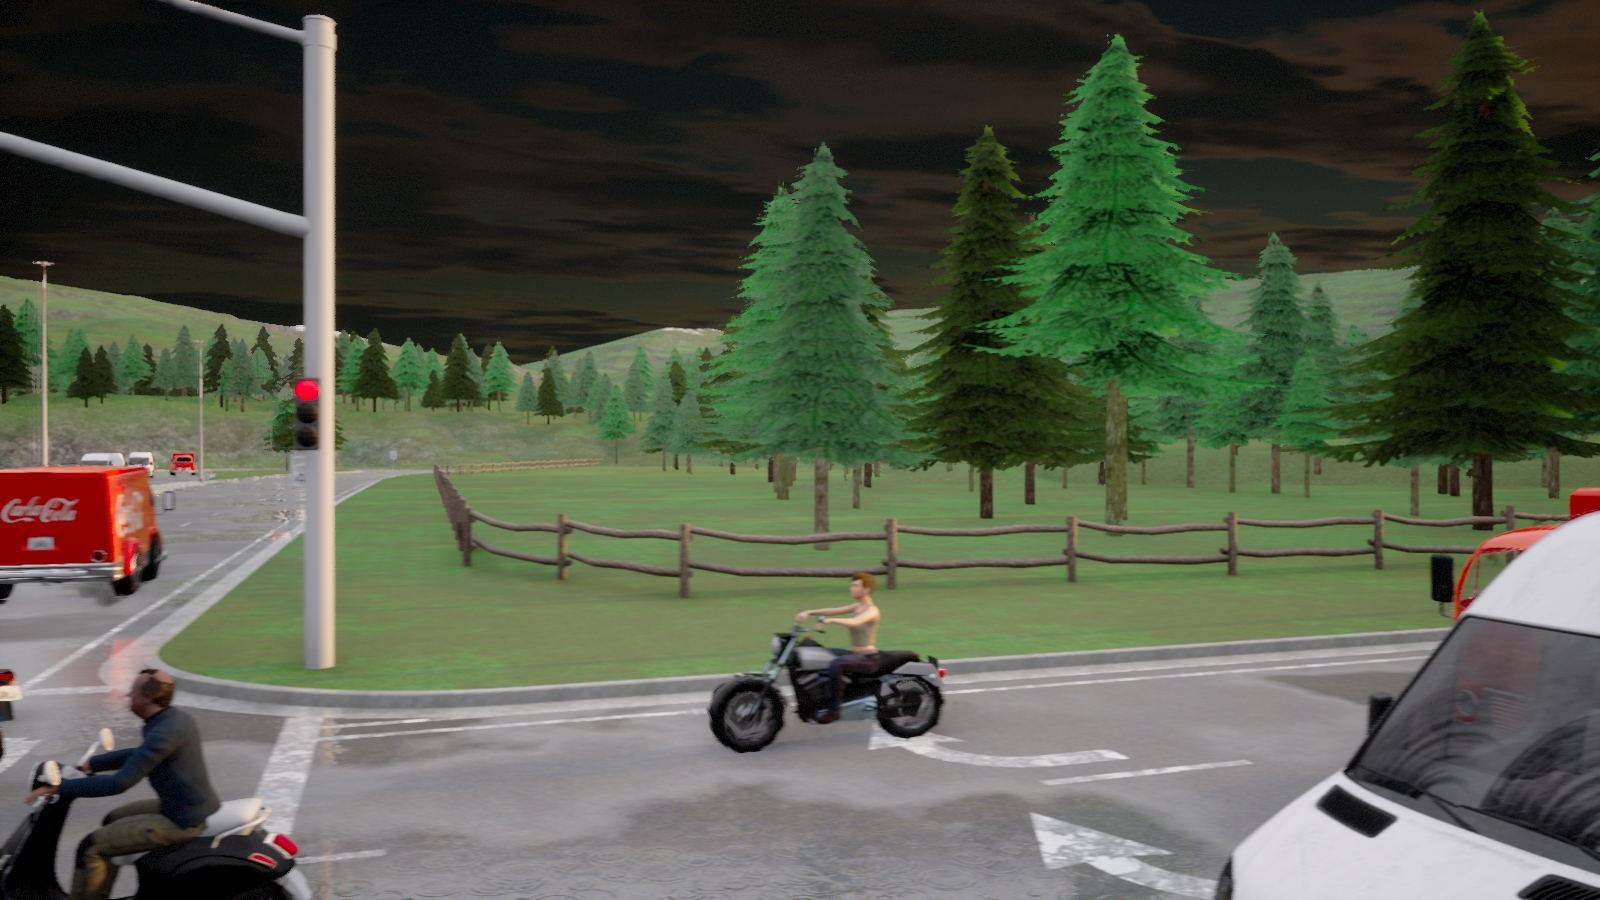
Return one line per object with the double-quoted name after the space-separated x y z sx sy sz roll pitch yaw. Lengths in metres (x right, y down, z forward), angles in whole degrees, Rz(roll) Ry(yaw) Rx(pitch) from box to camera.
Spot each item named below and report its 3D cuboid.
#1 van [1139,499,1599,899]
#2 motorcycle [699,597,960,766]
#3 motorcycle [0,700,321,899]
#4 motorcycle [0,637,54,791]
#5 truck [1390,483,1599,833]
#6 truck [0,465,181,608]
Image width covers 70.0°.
4.587 1.533 4.981 5.915 2.561 1.988 0 0 -19 "van"
0.283 2.152 10.872 2.356 1.307 0.764 0 0 -18 "motorcycle"
-3.605 2.140 6.141 1.805 1.316 0.856 0 0 -15 "motorcycle"
-7.494 2.182 9.633 2.033 1.199 0.803 0 -7 17 "motorcycle"
8.175 1.555 9.803 5.204 2.467 2.627 -1 0 -18 "truck"
-14.395 1.562 22.884 2.627 2.467 5.204 0 0 -18 "truck"
